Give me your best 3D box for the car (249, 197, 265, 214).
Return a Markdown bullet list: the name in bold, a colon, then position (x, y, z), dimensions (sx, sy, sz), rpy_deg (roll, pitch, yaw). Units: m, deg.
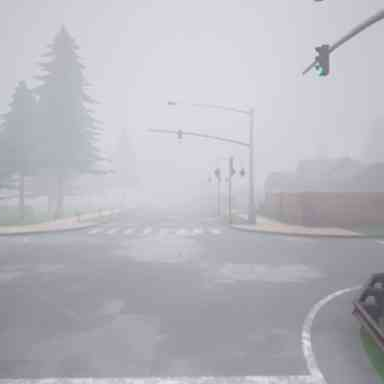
- **car**: position (8.893, 1.415, 35.781), dimensions (4.605, 1.855, 1.932), rpy_deg (0, 0, -1)
